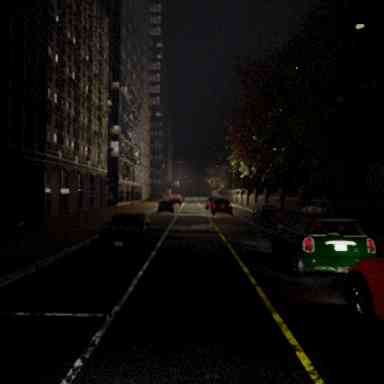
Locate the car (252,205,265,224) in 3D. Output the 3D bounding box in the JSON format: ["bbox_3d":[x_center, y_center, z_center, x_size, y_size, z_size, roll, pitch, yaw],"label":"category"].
[{"bbox_3d":[5.741,1.681,25.532,2.008,1.369,4.403,1,0,0],"label":"car"}]

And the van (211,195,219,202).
[{"bbox_3d":[5.537,1.541,81.131,1.690,1.788,3.998,1,0,0],"label":"van"}]

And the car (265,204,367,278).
[{"bbox_3d":[3.862,1.431,10.552,2.097,1.767,4.553,1,0,3],"label":"car"}]

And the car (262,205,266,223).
[{"bbox_3d":[5.761,1.703,19.973,1.802,1.307,4.206,1,0,0],"label":"car"}]

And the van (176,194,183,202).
[{"bbox_3d":[-2.988,1.431,81.364,1.690,1.788,3.998,1,0,0],"label":"van"}]

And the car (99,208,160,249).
[{"bbox_3d":[-2.743,1.569,14.635,1.947,1.339,4.313,1,0,0],"label":"car"}]

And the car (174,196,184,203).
[{"bbox_3d":[-2.972,1.637,75.803,2.008,1.369,4.403,1,0,0],"label":"car"}]

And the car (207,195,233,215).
[{"bbox_3d":[3.056,1.462,35.325,2.097,1.767,4.553,1,0,0],"label":"car"}]

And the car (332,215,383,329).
[{"bbox_3d":[3.942,1.415,4.500,2.097,1.767,4.553,1,0,1],"label":"car"}]

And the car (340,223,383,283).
[{"bbox_3d":[5.776,1.682,8.846,1.802,1.307,4.206,1,0,0],"label":"car"}]

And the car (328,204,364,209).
[{"bbox_3d":[5.787,1.427,14.413,2.192,1.841,5.009,1,0,0],"label":"car"}]

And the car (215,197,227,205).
[{"bbox_3d":[5.595,1.735,64.451,2.008,1.369,4.403,1,0,0],"label":"car"}]

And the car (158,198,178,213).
[{"bbox_3d":[-2.827,1.619,36.882,1.802,1.307,4.206,1,0,0],"label":"car"}]

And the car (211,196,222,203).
[{"bbox_3d":[5.555,1.636,75.571,1.967,1.590,4.097,1,0,0],"label":"car"}]

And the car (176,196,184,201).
[{"bbox_3d":[-3.014,1.659,86.925,1.947,1.339,4.313,1,0,0],"label":"car"}]

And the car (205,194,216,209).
[{"bbox_3d":[2.974,1.477,46.259,2.097,1.767,4.553,1,0,0],"label":"car"}]

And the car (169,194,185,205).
[{"bbox_3d":[-2.905,1.383,59.122,2.192,1.841,5.009,1,0,0],"label":"car"}]

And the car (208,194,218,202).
[{"bbox_3d":[5.516,1.518,86.690,2.192,1.841,5.009,1,0,0],"label":"car"}]
